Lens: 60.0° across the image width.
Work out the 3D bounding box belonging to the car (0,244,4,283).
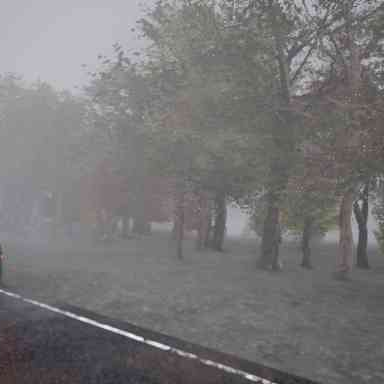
[{"bbox_3d":[-7.231,1.609,8.994,5.566,2.045,2.150,0,-5,36],"label":"car"}]
